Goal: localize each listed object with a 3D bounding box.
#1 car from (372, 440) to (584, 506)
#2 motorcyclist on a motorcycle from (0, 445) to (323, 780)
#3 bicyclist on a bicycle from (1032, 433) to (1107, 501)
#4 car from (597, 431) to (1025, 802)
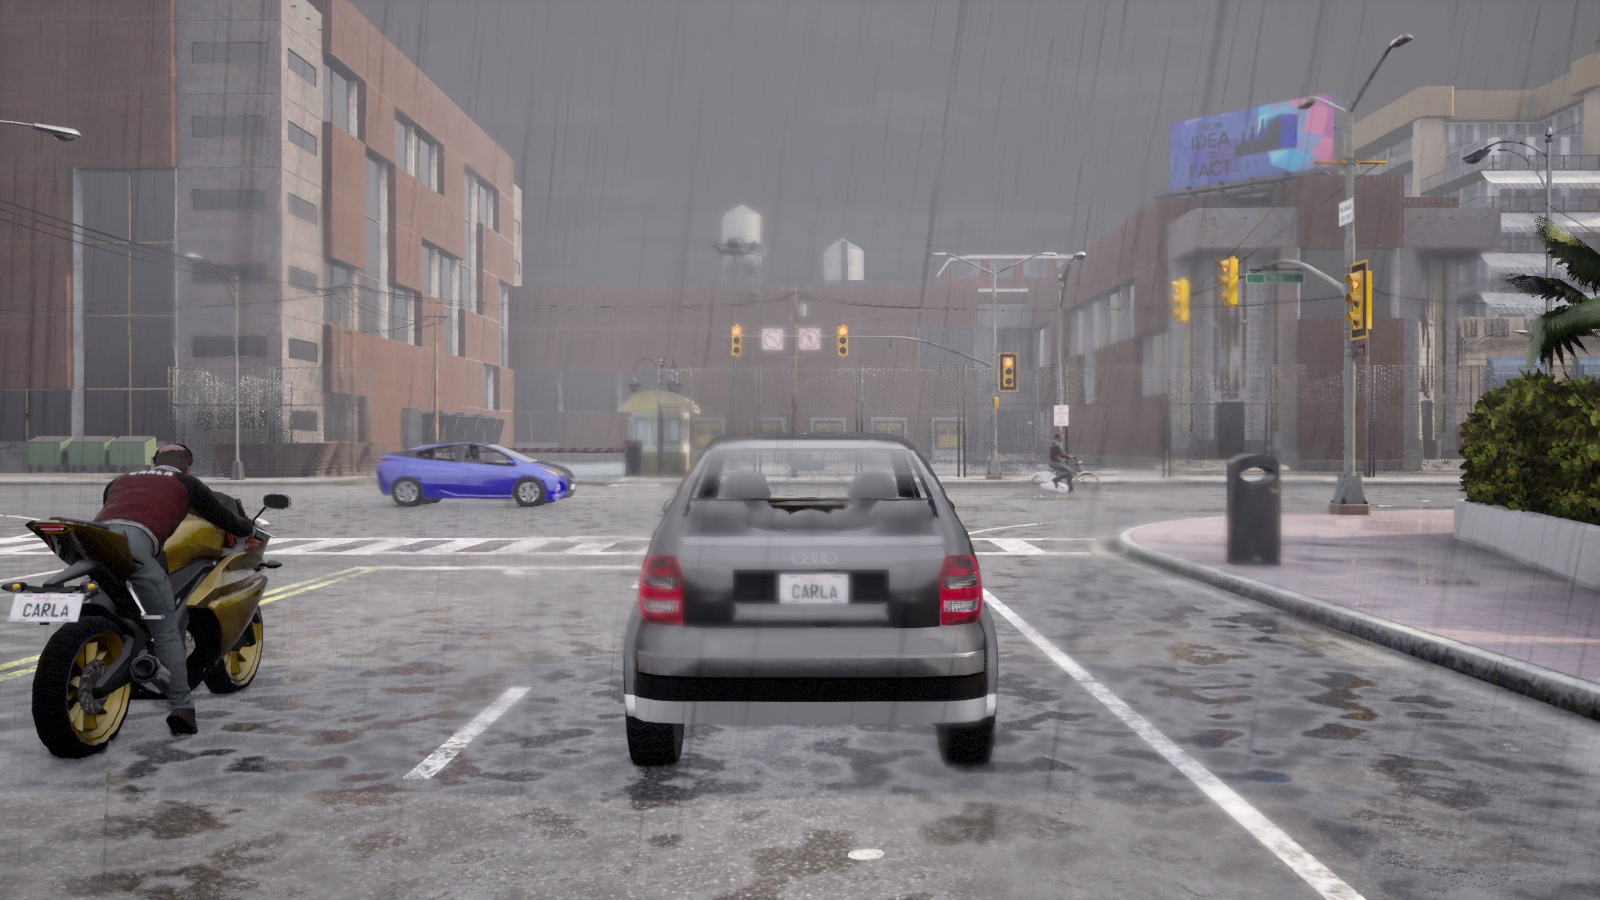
[{"bbox_3d":[-7.547,0.519,29.762,4.514,1.525,2.007,0,0,1],"label":"car"},{"bbox_3d":[-3.454,0.740,6.842,0.866,1.530,2.191,0,0,0],"label":"motorcyclist on a motorcycle"},{"bbox_3d":[7.078,0.436,33.063,1.843,1.776,0.659,0,0,1],"label":"bicyclist on a bicycle"},{"bbox_3d":[0.051,0.685,7.106,1.789,1.549,3.705,0,0,0],"label":"car"}]
